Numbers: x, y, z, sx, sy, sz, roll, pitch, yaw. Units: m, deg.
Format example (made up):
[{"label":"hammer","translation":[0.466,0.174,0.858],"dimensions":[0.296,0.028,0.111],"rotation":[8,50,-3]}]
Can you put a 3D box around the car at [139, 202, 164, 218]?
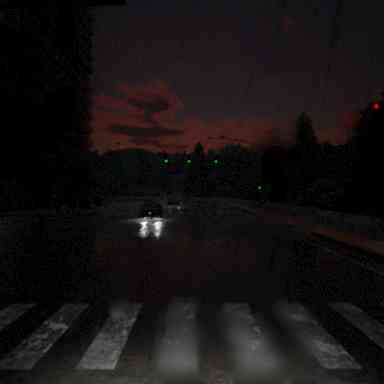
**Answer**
[{"label":"car","translation":[-3.624,1.588,30.133],"dimensions":[1.994,1.385,4.181],"rotation":[0,0,-2]}]

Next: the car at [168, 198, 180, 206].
[{"label":"car","translation":[-3.013,1.604,55.313],"dimensions":[1.895,1.301,4.718],"rotation":[0,0,-2]}]
